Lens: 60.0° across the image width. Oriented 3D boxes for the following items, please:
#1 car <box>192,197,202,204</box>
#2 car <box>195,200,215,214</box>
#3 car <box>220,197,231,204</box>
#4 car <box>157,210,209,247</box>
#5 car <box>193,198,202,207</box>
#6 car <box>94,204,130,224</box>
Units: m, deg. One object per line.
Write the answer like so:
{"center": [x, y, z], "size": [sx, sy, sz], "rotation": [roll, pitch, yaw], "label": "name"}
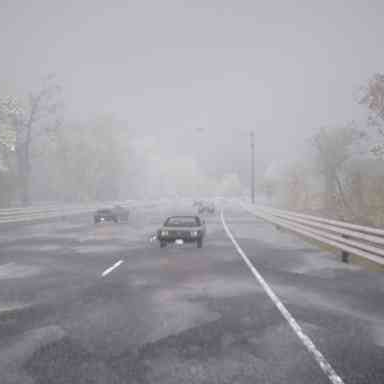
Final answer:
{"center": [1.505, 2.303, 90.390], "size": [2.097, 1.767, 4.553], "rotation": [0, -1, 9], "label": "car"}
{"center": [1.880, 2.016, 41.226], "size": [1.895, 1.301, 4.718], "rotation": [0, -1, 6], "label": "car"}
{"center": [8.838, 2.513, 91.744], "size": [1.994, 1.385, 4.181], "rotation": [0, -1, 10], "label": "car"}
{"center": [-0.345, 1.756, 15.839], "size": [1.895, 1.301, 4.718], "rotation": [0, -1, 4], "label": "car"}
{"center": [1.433, 2.192, 66.718], "size": [1.837, 1.490, 4.892], "rotation": [0, -1, 8], "label": "car"}
{"center": [-6.449, 1.776, 27.217], "size": [1.837, 1.490, 4.892], "rotation": [0, -1, 5], "label": "car"}
